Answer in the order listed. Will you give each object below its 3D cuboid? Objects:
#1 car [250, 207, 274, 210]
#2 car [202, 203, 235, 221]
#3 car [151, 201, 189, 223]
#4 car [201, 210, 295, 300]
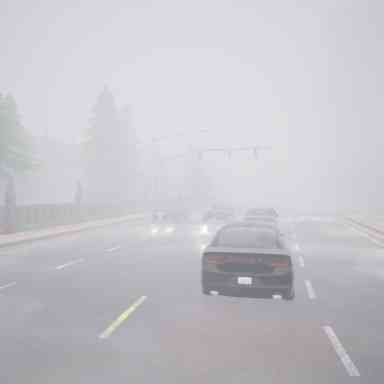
[{"bbox_3d":[3.844,1.516,18.310,2.033,1.411,5.357,0,0,15],"label":"car"},{"bbox_3d":[2.156,1.562,26.009,1.895,1.301,4.718,0,0,15],"label":"car"},{"bbox_3d":[-1.577,1.463,25.636,2.128,1.511,4.902,0,0,15],"label":"car"},{"bbox_3d":[1.479,1.464,8.504,1.882,1.535,5.008,0,0,12],"label":"car"}]
